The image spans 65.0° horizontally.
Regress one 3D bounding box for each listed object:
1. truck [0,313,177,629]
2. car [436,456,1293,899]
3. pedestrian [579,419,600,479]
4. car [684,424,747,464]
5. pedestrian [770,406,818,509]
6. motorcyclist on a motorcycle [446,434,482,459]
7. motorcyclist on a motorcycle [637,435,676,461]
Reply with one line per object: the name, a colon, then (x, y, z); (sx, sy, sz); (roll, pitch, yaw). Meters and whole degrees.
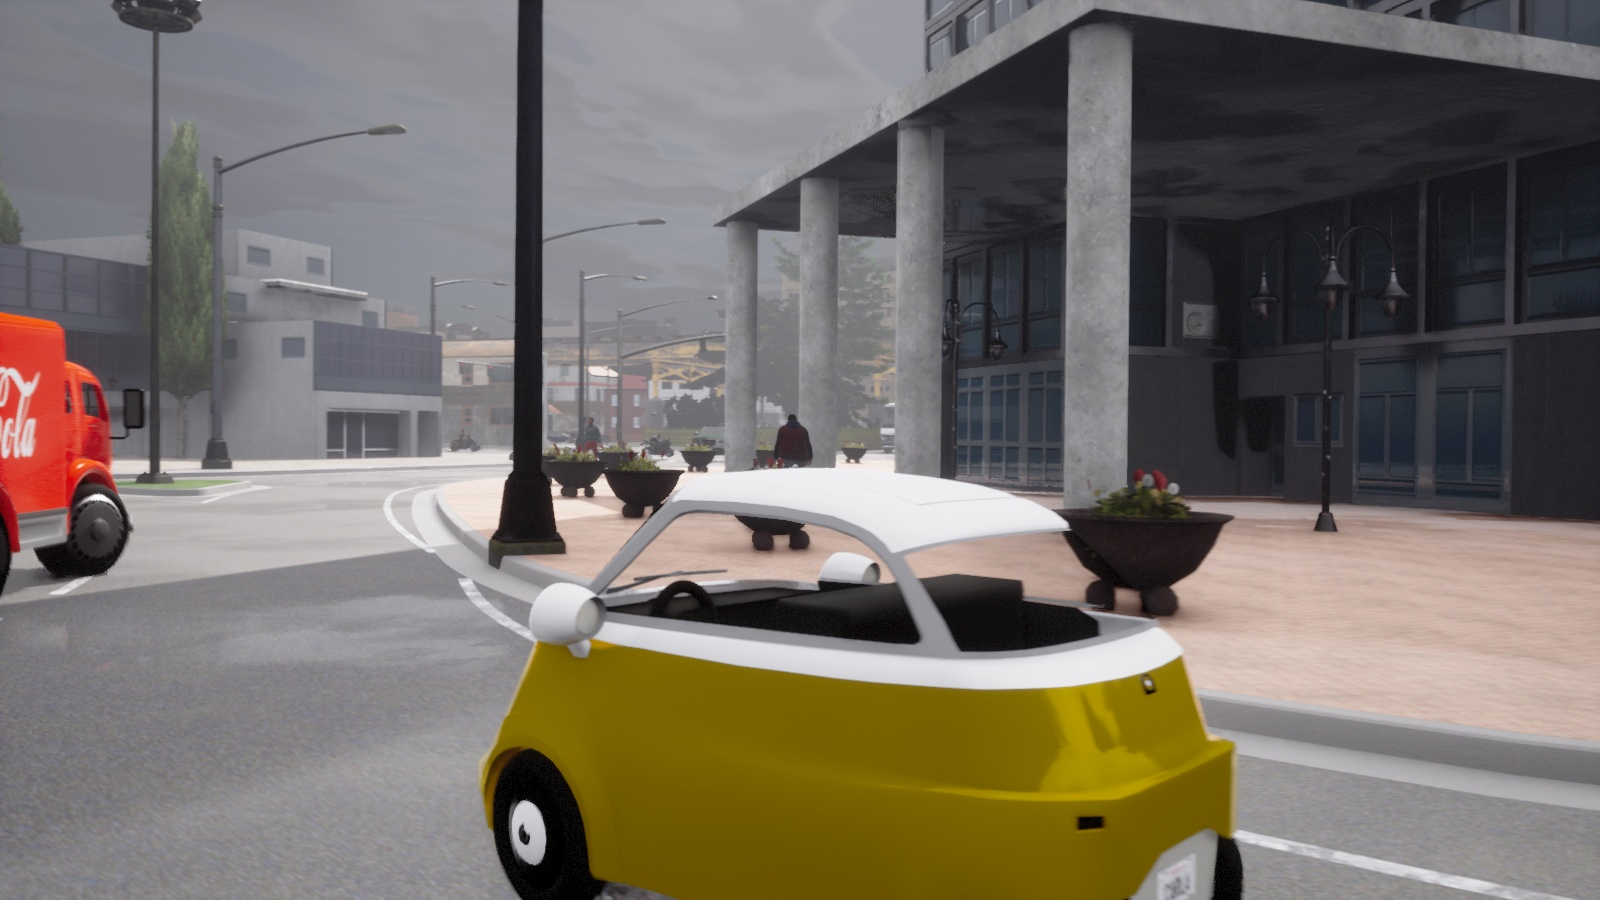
truck: (-7.743, 0.177, 10.893); (2.627, 2.467, 5.204); (-1, 1, -8)
car: (0.144, 0.737, 3.900); (2.207, 1.376, 1.481); (1, 2, 42)
pedestrian: (-6.600, -0.036, 39.392); (0.353, 1.847, 0.614); (0, 1, 22)
car: (-4.415, -0.341, 66.850); (2.150, 2.045, 5.566); (0, 1, 9)
pedestrian: (-0.121, 0.122, 23.066); (0.634, 1.844, 0.899); (-1, 1, -17)
motorcyclist on a motorcycle: (-22.933, -0.248, 85.653); (2.350, 1.649, 0.766); (0, 1, 20)
motorcyclist on a motorcycle: (-8.752, -0.112, 76.739); (2.191, 1.530, 0.866); (0, 1, 20)
